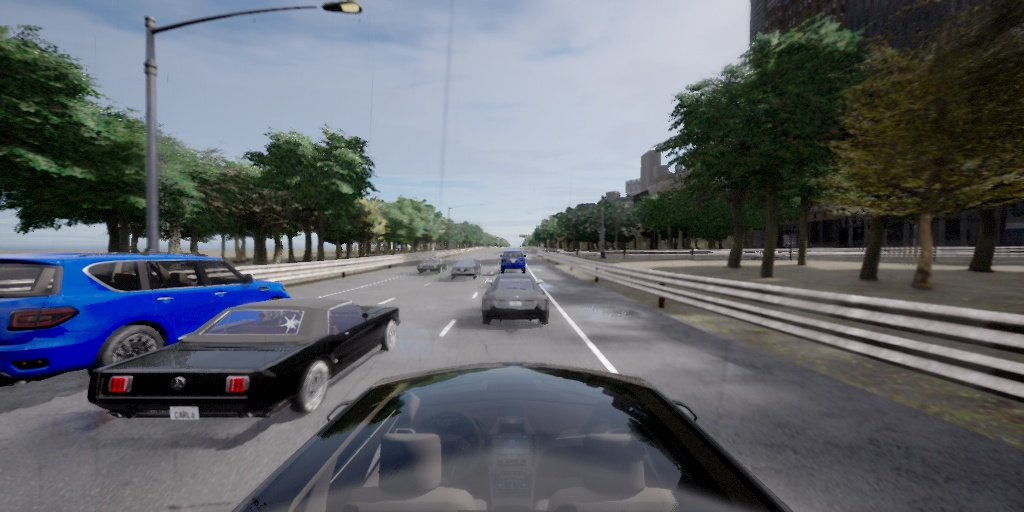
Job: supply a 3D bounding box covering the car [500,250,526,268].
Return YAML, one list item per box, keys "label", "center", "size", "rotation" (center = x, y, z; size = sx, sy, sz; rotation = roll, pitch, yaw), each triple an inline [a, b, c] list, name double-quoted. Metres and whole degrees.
- label: "car"
  center: [0.097, 0.455, 32.351]
  size: [2.150, 2.045, 5.566]
  rotation: [0, 2, 0]

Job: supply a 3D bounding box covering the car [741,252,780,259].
- label: "car"
  center: [31.397, -0.214, 45.941]
  size: [1.895, 1.301, 4.718]
  rotation: [-1, 1, -41]

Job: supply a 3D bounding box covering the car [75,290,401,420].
- label: "car"
  center: [-3.401, 1.342, 5.950]
  size: [1.895, 1.301, 4.718]
  rotation: [0, 0, 0]

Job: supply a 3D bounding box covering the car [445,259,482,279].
- label: "car"
  center: [-3.399, 0.933, 27.161]
  size: [2.033, 1.411, 5.357]
  rotation: [0, 2, 0]

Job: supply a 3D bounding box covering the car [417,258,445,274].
- label: "car"
  center: [-6.901, 0.852, 31.774]
  size: [1.895, 1.301, 4.718]
  rotation: [0, 2, 0]

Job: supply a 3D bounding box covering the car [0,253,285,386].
- label: "car"
  center: [-6.901, 0.957, 7.111]
  size: [2.150, 2.045, 5.566]
  rotation: [0, 0, 0]

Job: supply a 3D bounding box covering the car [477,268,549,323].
- label: "car"
  center: [0.100, 1.260, 11.846]
  size: [1.994, 1.385, 4.181]
  rotation: [0, 1, 0]
